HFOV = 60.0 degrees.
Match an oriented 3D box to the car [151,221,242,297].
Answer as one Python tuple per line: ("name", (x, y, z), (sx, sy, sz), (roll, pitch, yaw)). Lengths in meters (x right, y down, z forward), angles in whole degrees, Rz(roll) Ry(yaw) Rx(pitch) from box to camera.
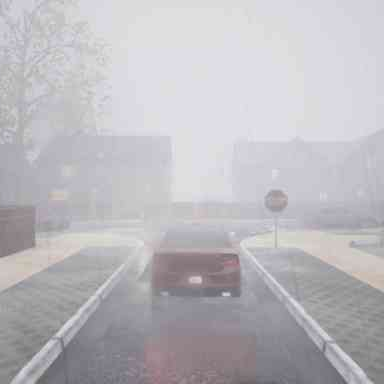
("car", (0.149, 1.481, 8.629), (1.882, 1.535, 5.008), (0, 0, 2))

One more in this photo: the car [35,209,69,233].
("car", (-9.310, 1.665, 19.094), (4.181, 1.385, 1.994), (-1, -1, 1))

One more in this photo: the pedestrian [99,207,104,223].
("pedestrian", (-6.746, 1.366, 24.934), (0.375, 1.860, 0.375), (0, -1, 1))

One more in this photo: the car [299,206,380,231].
("car", (8.279, 1.500, 18.888), (4.181, 1.385, 1.994), (0, -1, 1))
